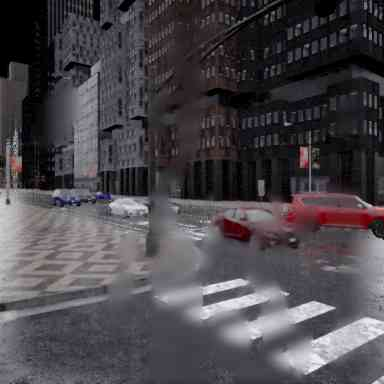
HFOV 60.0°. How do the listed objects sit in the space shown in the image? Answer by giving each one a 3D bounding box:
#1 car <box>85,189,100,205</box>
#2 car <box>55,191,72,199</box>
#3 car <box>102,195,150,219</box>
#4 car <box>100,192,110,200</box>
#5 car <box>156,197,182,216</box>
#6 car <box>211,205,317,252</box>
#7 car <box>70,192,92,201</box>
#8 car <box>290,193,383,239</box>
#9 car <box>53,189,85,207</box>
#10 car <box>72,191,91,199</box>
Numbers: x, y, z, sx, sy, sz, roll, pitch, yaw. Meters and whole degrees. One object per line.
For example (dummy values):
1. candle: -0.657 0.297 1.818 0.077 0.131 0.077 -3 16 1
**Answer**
1. car: -14.673 0.606 44.707 2.150 2.045 5.566 0 1 -35
2. car: -25.144 0.507 64.941 1.882 1.535 5.008 0 1 -36
3. car: -4.991 1.216 25.776 1.812 1.442 4.674 0 1 -36
4. car: -15.831 0.682 57.649 1.882 1.535 5.008 0 1 -36
5. car: -2.705 1.169 28.173 2.128 1.511 4.902 0 1 -36
6. car: 2.537 1.368 13.814 1.882 1.535 5.008 1 0 -23
7. car: -18.935 0.743 56.417 2.033 1.411 5.357 0 1 -36
8. car: 7.649 1.114 16.887 5.566 2.045 2.150 0 1 30
9. car: -14.918 0.671 39.489 2.150 2.045 5.566 0 1 -36
10. car: -21.996 0.530 66.138 2.128 1.511 4.902 0 1 -36
